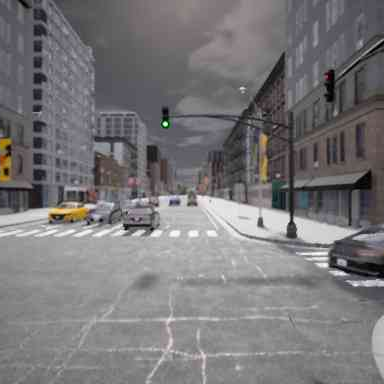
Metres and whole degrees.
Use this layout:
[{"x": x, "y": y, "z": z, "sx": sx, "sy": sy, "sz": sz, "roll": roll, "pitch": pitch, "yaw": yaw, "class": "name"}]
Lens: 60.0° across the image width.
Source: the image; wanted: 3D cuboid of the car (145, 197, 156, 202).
[{"x": -6.478, "y": 1.672, "z": 44.574, "sx": 2.128, "sy": 1.511, "sz": 4.902, "roll": 0, "pitch": 0, "yaw": 0, "class": "car"}]

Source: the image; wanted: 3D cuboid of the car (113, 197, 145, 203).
[{"x": -6.556, "y": 1.634, "z": 34.703, "sx": 2.128, "sy": 1.511, "sz": 4.902, "roll": 0, "pitch": 0, "yaw": 0, "class": "car"}]

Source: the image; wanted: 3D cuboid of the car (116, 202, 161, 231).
[{"x": -3.142, "y": 1.637, "z": 21.477, "sx": 2.033, "sy": 1.411, "sz": 5.357, "roll": 0, "pitch": 0, "yaw": 0, "class": "car"}]

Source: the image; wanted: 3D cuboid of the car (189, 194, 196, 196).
[{"x": 0.041, "y": 1.535, "z": 79.760, "sx": 2.150, "sy": 2.045, "sz": 5.566, "roll": 0, "pitch": 0, "yaw": 0, "class": "car"}]

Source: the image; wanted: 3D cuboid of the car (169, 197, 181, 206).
[{"x": -3.165, "y": 1.721, "z": 61.764, "sx": 1.882, "sy": 1.535, "sz": 5.008, "roll": 0, "pitch": 0, "yaw": 0, "class": "car"}]

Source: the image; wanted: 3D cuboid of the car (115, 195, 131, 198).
[{"x": -9.726, "y": 1.409, "z": 46.479, "sx": 2.150, "sy": 2.045, "sz": 5.566, "roll": 0, "pitch": 0, "yaw": 0, "class": "car"}]

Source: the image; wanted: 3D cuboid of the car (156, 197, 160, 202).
[{"x": -6.472, "y": 1.570, "z": 54.807, "sx": 2.097, "sy": 1.767, "sz": 4.553, "roll": 0, "pitch": 0, "yaw": 0, "class": "car"}]

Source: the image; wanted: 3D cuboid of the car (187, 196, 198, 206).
[{"x": 0.066, "y": 1.836, "z": 59.480, "sx": 1.895, "sy": 1.301, "sz": 4.718, "roll": 0, "pitch": 0, "yaw": 1, "class": "car"}]

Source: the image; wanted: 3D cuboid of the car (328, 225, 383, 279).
[{"x": 5.912, "y": 1.582, "z": 8.869, "sx": 4.674, "sy": 1.442, "sz": 1.812, "roll": 0, "pitch": -2, "yaw": -16, "class": "car"}]

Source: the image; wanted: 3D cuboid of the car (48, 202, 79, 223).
[{"x": -9.831, "y": 1.589, "z": 26.889, "sx": 1.882, "sy": 1.535, "sz": 5.008, "roll": 0, "pitch": 0, "yaw": 0, "class": "car"}]

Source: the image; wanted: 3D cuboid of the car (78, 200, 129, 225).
[{"x": -6.579, "y": 1.597, "z": 25.348, "sx": 2.128, "sy": 1.511, "sz": 4.902, "roll": 0, "pitch": 0, "yaw": 0, "class": "car"}]
